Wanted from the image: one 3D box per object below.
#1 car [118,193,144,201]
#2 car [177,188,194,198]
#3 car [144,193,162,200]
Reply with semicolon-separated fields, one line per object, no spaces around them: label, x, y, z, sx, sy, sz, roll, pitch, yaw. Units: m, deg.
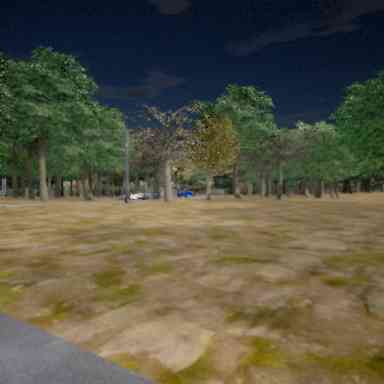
car;-11.258;0.832;59.818;1.812;1.442;4.674;-1;0;30
car;-1.483;0.247;73.090;2.150;2.045;5.566;-1;0;21
car;-7.235;0.794;60.682;1.994;1.385;4.181;-1;0;28
